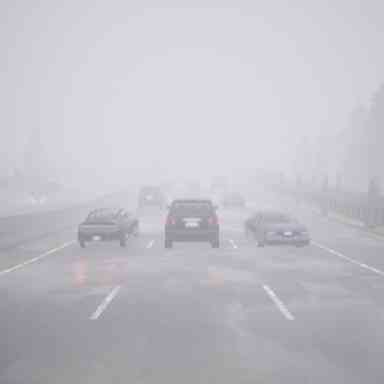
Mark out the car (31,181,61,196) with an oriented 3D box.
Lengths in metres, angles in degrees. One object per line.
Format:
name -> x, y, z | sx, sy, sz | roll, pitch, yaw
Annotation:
car -> -17.389, -0.469, 39.729 | 2.128, 1.511, 4.902 | 0, 7, 0

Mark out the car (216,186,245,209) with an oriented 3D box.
car -> 3.555, 0.592, 29.545 | 2.128, 1.511, 4.902 | 0, 5, 0

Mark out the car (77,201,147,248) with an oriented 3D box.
car -> -3.500, 1.429, 14.634 | 2.128, 1.511, 4.902 | 0, 1, 0

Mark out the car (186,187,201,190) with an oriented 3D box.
car -> 0.056, 0.670, 29.567 | 1.994, 1.385, 4.181 | 0, 5, 0

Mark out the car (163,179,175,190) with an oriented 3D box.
car -> -3.360, -1.058, 44.765 | 1.994, 1.385, 4.181 | 0, 7, 0

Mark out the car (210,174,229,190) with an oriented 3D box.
car -> 3.640, -1.375, 44.727 | 2.150, 2.045, 5.566 | 0, 7, 0

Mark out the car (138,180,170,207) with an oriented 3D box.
car -> -3.444, 0.350, 29.596 | 2.150, 2.045, 5.566 | 0, 5, 0

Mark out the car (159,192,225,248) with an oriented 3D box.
car -> 0.001, 1.186, 14.658 | 2.150, 2.045, 5.566 | 0, 1, 0

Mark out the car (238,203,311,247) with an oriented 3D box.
car -> 3.501, 1.497, 14.634 | 2.033, 1.411, 5.357 | 0, 1, 0

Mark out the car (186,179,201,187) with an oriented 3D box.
car -> 0.140, -1.058, 44.746 | 1.994, 1.385, 4.181 | 0, 7, 0
